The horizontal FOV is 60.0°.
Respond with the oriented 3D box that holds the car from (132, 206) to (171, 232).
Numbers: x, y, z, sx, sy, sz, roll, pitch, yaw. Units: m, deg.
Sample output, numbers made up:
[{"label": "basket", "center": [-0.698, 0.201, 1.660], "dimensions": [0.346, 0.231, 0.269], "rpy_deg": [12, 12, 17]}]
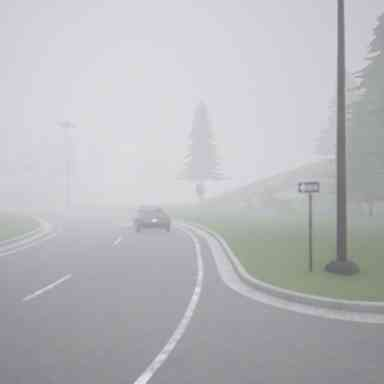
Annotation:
[{"label": "car", "center": [-2.492, 1.506, 20.012], "dimensions": [1.994, 1.385, 4.181], "rpy_deg": [0, 0, -13]}]
